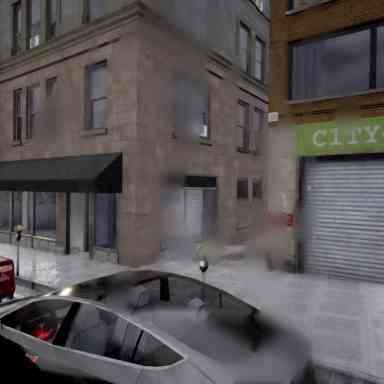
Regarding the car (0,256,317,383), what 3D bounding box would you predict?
[{"bbox_3d":[-0.900,1.565,3.594,4.313,1.339,1.947,0,1,35],"label":"car"}]
